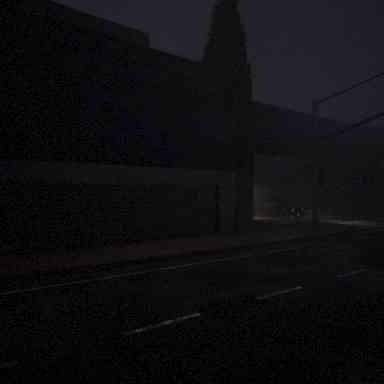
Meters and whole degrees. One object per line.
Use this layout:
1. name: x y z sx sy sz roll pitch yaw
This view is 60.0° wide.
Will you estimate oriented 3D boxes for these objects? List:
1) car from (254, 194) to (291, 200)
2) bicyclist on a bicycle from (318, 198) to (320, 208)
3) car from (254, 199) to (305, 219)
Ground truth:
1. car: 8.713 1.221 34.182 2.150 2.045 5.566 0 0 -36
2. bicyclist on a bicycle: 16.238 1.303 43.289 1.656 1.620 0.582 0 0 -37
3. car: 7.651 1.601 29.751 1.895 1.301 4.718 0 0 -37
